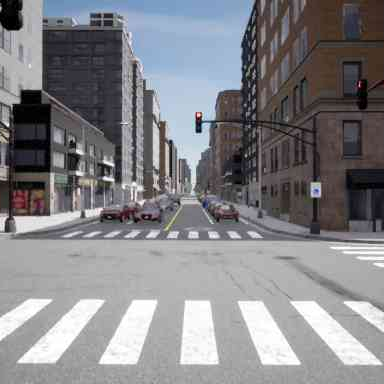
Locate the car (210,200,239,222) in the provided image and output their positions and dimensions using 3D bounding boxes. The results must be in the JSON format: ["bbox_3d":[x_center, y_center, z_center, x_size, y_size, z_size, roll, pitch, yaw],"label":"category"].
[{"bbox_3d":[2.634,1.588,25.978,1.802,1.307,4.206,1,0,0],"label":"car"}]

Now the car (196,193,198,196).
[{"bbox_3d":[2.543,1.349,82.712,2.192,1.841,5.009,1,0,0],"label":"car"}]

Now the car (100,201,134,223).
[{"bbox_3d":[-5.892,1.551,25.973,1.887,1.381,4.507,1,0,0],"label":"car"}]

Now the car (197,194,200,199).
[{"bbox_3d":[2.559,1.593,71.365,1.947,1.339,4.313,1,0,0],"label":"car"}]

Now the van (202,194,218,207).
[{"bbox_3d":[2.608,1.353,42.999,1.690,1.788,3.998,1,0,0],"label":"van"}]

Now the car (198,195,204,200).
[{"bbox_3d":[2.523,1.565,94.229,1.752,1.417,4.829,1,0,0],"label":"car"}]

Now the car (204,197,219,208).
[{"bbox_3d":[2.615,1.591,37.325,1.802,1.307,4.206,1,0,0],"label":"car"}]

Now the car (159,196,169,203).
[{"bbox_3d":[-5.966,1.609,71.356,1.802,1.307,4.206,1,0,0],"label":"car"}]

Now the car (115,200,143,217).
[{"bbox_3d":[-5.901,1.552,31.646,1.887,1.381,4.507,1,0,0],"label":"car"}]

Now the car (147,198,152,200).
[{"bbox_3d":[-5.929,1.596,48.665,1.802,1.307,4.206,1,0,0],"label":"car"}]

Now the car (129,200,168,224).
[{"bbox_3d":[-3.140,1.569,24.834,1.994,1.385,4.181,0,0,0],"label":"car"}]

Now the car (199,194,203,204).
[{"bbox_3d":[2.599,1.329,48.672,2.192,1.841,5.009,1,0,0],"label":"car"}]

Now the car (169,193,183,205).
[{"bbox_3d":[-3.113,1.244,57.544,2.150,2.045,5.566,0,0,0],"label":"car"}]

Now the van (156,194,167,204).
[{"bbox_3d":[-5.955,1.365,65.683,1.690,1.788,3.998,1,0,0],"label":"van"}]

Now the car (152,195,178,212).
[{"bbox_3d":[-3.161,1.502,39.705,2.128,1.511,4.902,0,0,0],"label":"car"}]

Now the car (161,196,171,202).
[{"bbox_3d":[-5.975,1.582,77.029,2.008,1.369,4.403,1,0,0],"label":"car"}]

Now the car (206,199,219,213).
[{"bbox_3d":[2.624,1.589,31.651,1.802,1.307,4.206,1,0,0],"label":"car"}]

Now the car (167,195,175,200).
[{"bbox_3d":[-6.003,1.585,94.048,1.887,1.381,4.507,1,0,0],"label":"car"}]
